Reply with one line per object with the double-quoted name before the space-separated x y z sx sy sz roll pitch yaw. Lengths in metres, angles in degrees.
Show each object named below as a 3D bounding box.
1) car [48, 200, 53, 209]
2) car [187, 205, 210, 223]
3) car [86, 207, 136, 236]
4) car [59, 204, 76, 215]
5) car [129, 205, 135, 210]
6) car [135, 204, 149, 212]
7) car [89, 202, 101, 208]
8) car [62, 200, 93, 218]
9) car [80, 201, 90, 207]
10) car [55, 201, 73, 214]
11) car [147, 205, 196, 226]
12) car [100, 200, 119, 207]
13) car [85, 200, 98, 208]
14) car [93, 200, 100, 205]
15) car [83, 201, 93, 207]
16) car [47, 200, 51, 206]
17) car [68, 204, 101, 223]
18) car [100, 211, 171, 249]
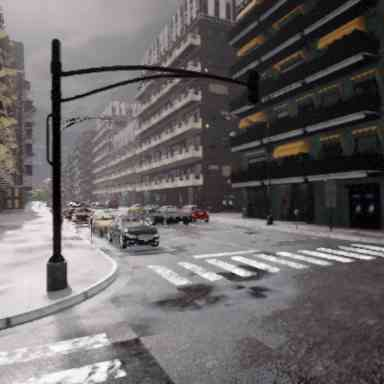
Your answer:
"car" -26.903 2.822 66.147 1.947 1.339 4.313 1 -1 -26
"car" -0.103 1.881 29.566 1.967 1.590 4.097 1 -1 -26
"car" -5.199 1.892 20.801 1.752 1.417 4.829 1 -1 -26
"car" -17.216 2.382 45.908 1.752 1.417 4.829 1 -1 -26
"car" -7.386 2.263 44.782 1.752 1.417 4.829 1 -1 -26
"car" -4.909 2.187 39.606 2.008 1.369 4.403 1 -1 -26
"car" -21.733 2.874 74.756 1.887 1.381 4.507 1 -1 -26
"car" -12.482 1.978 36.023 2.192 1.841 5.009 1 -1 -26
"car" -28.944 3.195 89.821 1.947 1.339 4.313 1 -1 -26
"car" -19.693 2.273 51.087 2.192 1.841 5.009 1 -1 -26
"car" -1.747 2.019 26.774 1.895 1.301 4.718 0 -1 -25
"car" -14.523 2.346 59.697 2.192 1.841 5.009 1 -1 -26
"car" -24.136 2.744 79.782 2.192 1.841 5.009 1 -1 -26
"car" -19.330 2.780 69.735 2.008 1.369 4.403 1 -1 -26
"car" -26.540 3.079 84.800 2.008 1.369 4.403 1 -1 -26
"car" -34.113 2.870 81.216 2.192 1.841 5.009 1 -1 -26
"car" -10.080 2.110 30.997 1.887 1.381 4.507 1 -1 -26
"car" -2.869 1.824 15.932 2.008 1.369 4.403 1 -1 -26
